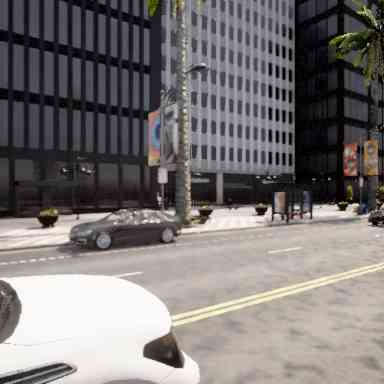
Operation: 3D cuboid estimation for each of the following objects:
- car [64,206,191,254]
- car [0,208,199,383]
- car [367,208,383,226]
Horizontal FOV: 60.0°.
[{"bbox_3d":[-2.690,1.483,14.340,4.892,1.521,2.231,0,0,-35],"label":"car"},{"bbox_3d":[-2.600,1.223,1.893,5.566,2.045,2.150,0,0,-35],"label":"car"},{"bbox_3d":[14.095,1.554,22.601,5.357,1.411,2.033,0,0,-35],"label":"car"}]
